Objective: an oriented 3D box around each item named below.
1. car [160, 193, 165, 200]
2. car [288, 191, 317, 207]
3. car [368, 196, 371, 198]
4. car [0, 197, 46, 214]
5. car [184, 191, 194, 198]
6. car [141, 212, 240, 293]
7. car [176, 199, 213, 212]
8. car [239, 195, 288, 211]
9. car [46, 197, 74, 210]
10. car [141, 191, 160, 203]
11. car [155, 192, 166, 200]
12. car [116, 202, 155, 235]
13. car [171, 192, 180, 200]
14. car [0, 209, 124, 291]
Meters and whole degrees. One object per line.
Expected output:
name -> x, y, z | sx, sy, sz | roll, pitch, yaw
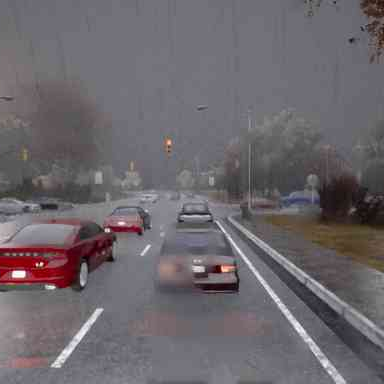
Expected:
car -> -7.021, 0.962, 65.409 | 2.128, 1.511, 4.902 | 0, 1, 0
car -> 13.785, 0.895, 43.189 | 5.566, 2.045, 2.150 | 0, 1, -4
car -> 24.086, 1.216, 43.767 | 5.357, 1.411, 2.033 | 0, 1, -3
car -> -16.507, 1.308, 30.775 | 4.674, 1.442, 1.812 | 0, 1, -3
car -> -0.449, 0.714, 86.177 | 2.128, 1.511, 4.902 | 0, 1, -4
car -> 0.104, 1.515, 8.919 | 2.033, 1.411, 5.357 | 0, 0, 0
car -> 0.138, 1.380, 18.611 | 2.128, 1.511, 4.902 | 0, 0, -1
car -> 7.386, 1.265, 35.619 | 4.674, 1.442, 1.812 | 0, 1, -3
car -> -14.794, 1.243, 34.377 | 4.902, 1.511, 2.128 | 0, 1, -3
car -> -7.066, 0.790, 55.237 | 2.150, 2.045, 5.566 | 0, 1, 0
car -> -7.086, 0.871, 75.797 | 2.128, 1.511, 4.902 | 0, 1, -1
car -> -3.390, 1.458, 17.980 | 1.994, 1.385, 4.181 | 0, 1, 0
car -> -3.419, 0.915, 69.562 | 2.128, 1.511, 4.902 | 0, 1, 0
car -> -3.393, 1.445, 8.993 | 1.882, 1.535, 5.008 | 0, 0, 0
